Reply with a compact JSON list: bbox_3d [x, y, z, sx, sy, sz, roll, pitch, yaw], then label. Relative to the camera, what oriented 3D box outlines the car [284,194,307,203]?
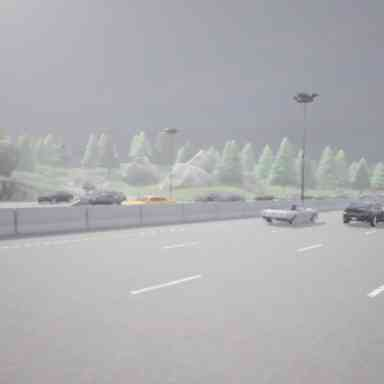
[{"bbox_3d":[18.473,1.061,59.418,1.837,1.490,4.892,2,1,45],"label":"car"}]

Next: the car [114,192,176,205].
[{"bbox_3d":[-3.512,1.017,27.216,1.882,1.535,5.008,2,1,45],"label":"car"}]

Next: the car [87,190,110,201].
[{"bbox_3d":[-14.314,0.454,51.400,1.882,1.535,5.008,1,1,3],"label":"car"}]

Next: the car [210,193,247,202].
[{"bbox_3d":[5.436,1.012,46.263,2.033,1.411,5.357,2,1,45],"label":"car"}]

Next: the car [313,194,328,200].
[{"bbox_3d":[27.212,1.171,68.308,1.994,1.385,4.181,2,1,45],"label":"car"}]

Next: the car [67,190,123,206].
[{"bbox_3d":[-8.843,0.856,31.775,2.128,1.511,4.902,2,1,45],"label":"car"}]

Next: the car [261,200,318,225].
[{"bbox_3d":[6.684,1.423,22.337,1.895,1.301,4.718,2,1,45],"label":"car"}]

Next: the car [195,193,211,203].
[{"bbox_3d":[2.472,0.865,48.242,2.128,1.511,4.902,2,1,45],"label":"car"}]

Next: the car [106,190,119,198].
[{"bbox_3d":[-15.035,0.347,62.863,2.033,1.411,5.357,1,1,-10],"label":"car"}]

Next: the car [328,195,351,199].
[{"bbox_3d":[25.458,1.248,56.541,1.837,1.490,4.892,2,1,45],"label":"car"}]

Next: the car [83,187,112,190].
[{"bbox_3d":[-9.328,0.644,36.262,2.097,1.767,4.553,2,1,45],"label":"car"}]

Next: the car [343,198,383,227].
[{"bbox_3d":[11.930,1.434,22.677,1.837,1.490,4.892,2,2,44],"label":"car"}]

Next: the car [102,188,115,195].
[{"bbox_3d":[-18.920,-0.051,75.347,2.033,1.411,5.357,1,2,-24],"label":"car"}]

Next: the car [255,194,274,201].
[{"bbox_3d":[13.096,1.051,58.965,1.895,1.301,4.718,2,1,45],"label":"car"}]

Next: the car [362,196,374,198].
[{"bbox_3d":[34.772,1.402,66.017,1.895,1.301,4.718,2,1,45],"label":"car"}]

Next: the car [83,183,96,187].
[{"bbox_3d":[-27.001,-1.308,88.028,2.150,2.045,5.566,1,3,-39],"label":"car"}]

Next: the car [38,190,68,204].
[{"bbox_3d":[-16.136,0.578,39.666,1.882,1.535,5.008,1,1,16],"label":"car"}]

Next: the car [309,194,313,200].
[{"bbox_3d":[23.883,1.121,69.914,1.895,1.301,4.718,2,1,45],"label":"car"}]

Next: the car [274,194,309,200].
[{"bbox_3d":[13.321,1.183,44.290,1.812,1.442,4.674,2,1,45],"label":"car"}]
